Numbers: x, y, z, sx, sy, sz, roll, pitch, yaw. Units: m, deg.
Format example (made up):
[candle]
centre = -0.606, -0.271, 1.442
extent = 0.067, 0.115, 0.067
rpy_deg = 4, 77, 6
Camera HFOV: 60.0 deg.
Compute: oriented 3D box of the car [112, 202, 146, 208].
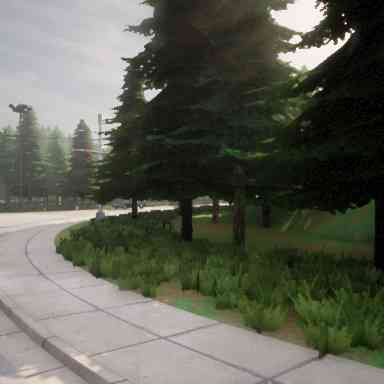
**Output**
[car]
centre = -8.181, 1.492, 43.600
extent = 2.128, 1.511, 4.902
rpy_deg = 0, 0, 37
